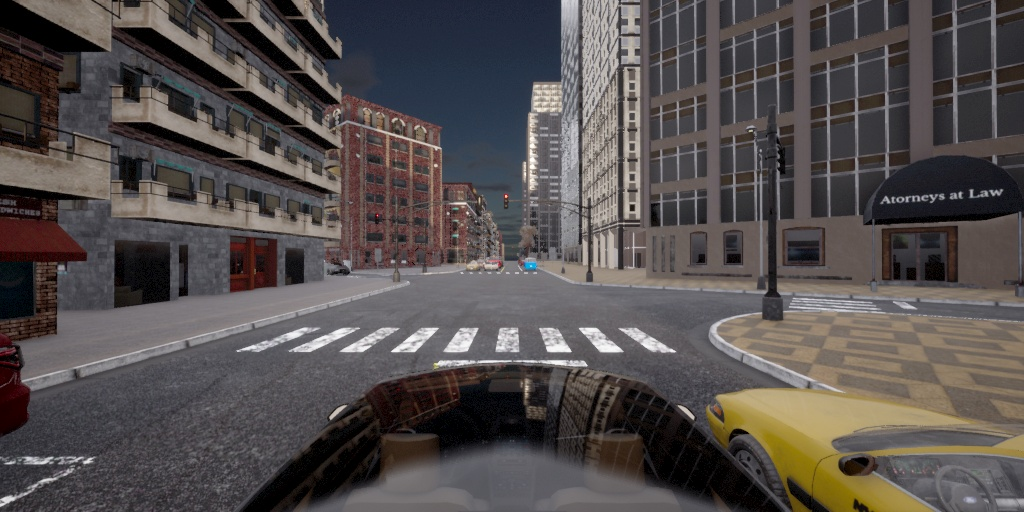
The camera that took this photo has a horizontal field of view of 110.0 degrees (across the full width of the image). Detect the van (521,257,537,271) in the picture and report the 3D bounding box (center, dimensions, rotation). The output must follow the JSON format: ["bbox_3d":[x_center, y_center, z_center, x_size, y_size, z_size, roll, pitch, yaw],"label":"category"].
[{"bbox_3d":[2.543,1.136,50.081,1.690,1.789,3.998,0,0,0],"label":"van"}]

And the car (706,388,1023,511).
[{"bbox_3d":[2.566,1.275,1.258,1.751,1.417,4.829,0,0,0],"label":"car"}]

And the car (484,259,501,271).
[{"bbox_3d":[-2.871,1.396,50.192,1.895,1.301,4.718,0,0,-2],"label":"car"}]

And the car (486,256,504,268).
[{"bbox_3d":[-2.858,1.037,59.699,2.150,2.045,5.566,0,0,0],"label":"car"}]

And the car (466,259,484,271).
[{"bbox_3d":[-5.337,1.320,49.908,1.751,1.417,4.829,0,0,0],"label":"car"}]

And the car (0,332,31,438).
[{"bbox_3d":[-5.314,1.065,1.078,2.192,1.841,5.009,0,0,0],"label":"car"}]

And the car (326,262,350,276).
[{"bbox_3d":[-19.636,1.429,39.429,4.892,1.490,1.837,-1,-1,41],"label":"car"}]
